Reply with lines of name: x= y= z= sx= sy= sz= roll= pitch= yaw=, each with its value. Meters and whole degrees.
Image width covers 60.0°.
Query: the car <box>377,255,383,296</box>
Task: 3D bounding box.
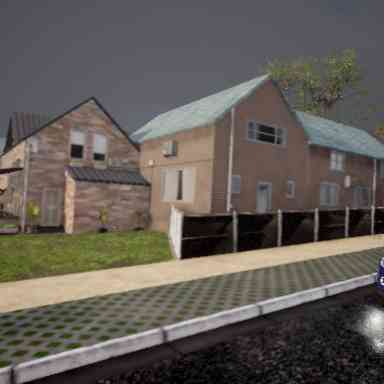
car: x=5.994 y=1.365 z=7.134 sx=4.553 sy=1.767 sz=2.097 roll=0 pitch=0 yaw=-34
